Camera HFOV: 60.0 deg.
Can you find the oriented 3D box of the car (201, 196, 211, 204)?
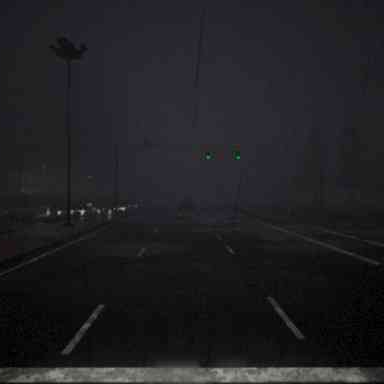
[{"bbox_3d":[3.256,1.816,75.526,2.097,1.767,4.553,0,0,1],"label":"car"}]

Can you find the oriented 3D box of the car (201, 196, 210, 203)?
[{"bbox_3d":[3.378,1.807,85.602,2.097,1.767,4.553,0,0,0],"label":"car"}]

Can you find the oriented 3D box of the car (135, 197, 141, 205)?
[{"bbox_3d":[-11.836,1.781,68.484,2.097,1.767,4.553,0,0,1],"label":"car"}]

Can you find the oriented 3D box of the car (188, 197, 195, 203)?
[{"bbox_3d":[-0.122,2.050,85.712,1.895,1.301,4.718,0,0,0],"label":"car"}]

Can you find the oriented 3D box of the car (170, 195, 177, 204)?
[{"bbox_3d":[-3.748,1.687,75.302,2.150,2.045,5.566,0,0,1],"label":"car"}]

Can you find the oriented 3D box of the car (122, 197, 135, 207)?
[{"bbox_3d":[-11.967,1.856,58.347,2.128,1.511,4.902,0,0,1],"label":"car"}]

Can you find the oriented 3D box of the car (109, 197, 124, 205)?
[{"bbox_3d":[-15.342,1.903,68.055,1.882,1.535,5.008,0,0,1],"label":"car"}]

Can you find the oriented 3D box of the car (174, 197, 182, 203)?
[{"bbox_3d":[-3.622,2.007,85.695,1.994,1.385,4.181,0,0,0],"label":"car"}]

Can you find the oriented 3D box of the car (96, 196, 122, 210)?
[{"bbox_3d":[-12.159,1.811,48.975,1.837,1.490,4.892,0,0,1],"label":"car"}]

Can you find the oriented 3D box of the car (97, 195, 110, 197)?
[{"bbox_3d":[-15.476,1.583,57.712,2.150,2.045,5.566,0,0,1],"label":"car"}]

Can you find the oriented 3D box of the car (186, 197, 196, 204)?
[{"bbox_3d":[-0.243,1.988,75.617,2.128,1.511,4.902,0,0,1],"label":"car"}]

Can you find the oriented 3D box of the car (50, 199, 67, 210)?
[{"bbox_3d":[-19.153,1.786,48.911,1.882,1.535,5.008,0,0,1],"label":"car"}]

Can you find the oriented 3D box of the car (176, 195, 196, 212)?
[{"bbox_3d":[-0.648,1.626,44.250,2.097,1.767,4.553,0,0,1],"label":"car"}]

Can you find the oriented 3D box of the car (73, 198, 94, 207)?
[{"bbox_3d":[-18.967,1.844,58.380,1.882,1.535,5.008,0,0,1],"label":"car"}]

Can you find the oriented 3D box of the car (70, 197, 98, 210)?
[{"bbox_3d":[-15.671,1.806,47.999,1.837,1.490,4.892,0,0,1],"label":"car"}]
